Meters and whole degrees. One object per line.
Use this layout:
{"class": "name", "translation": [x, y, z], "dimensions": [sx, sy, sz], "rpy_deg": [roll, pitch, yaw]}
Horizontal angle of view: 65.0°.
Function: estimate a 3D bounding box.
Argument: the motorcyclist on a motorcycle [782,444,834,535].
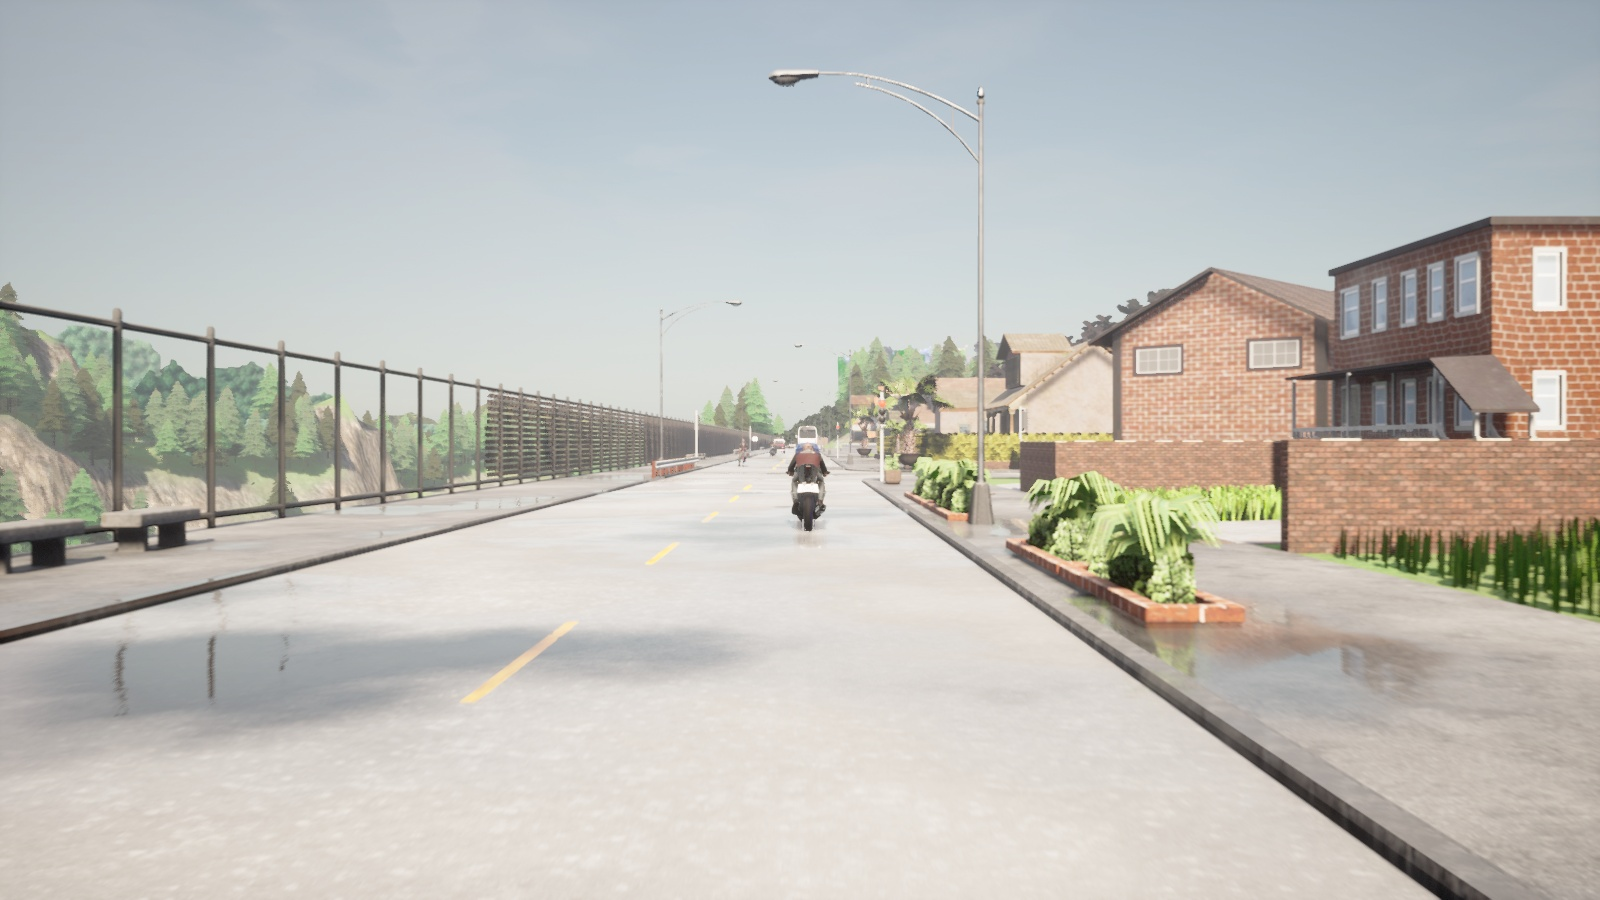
{"class": "motorcyclist on a motorcycle", "translation": [0.141, 0.656, 22.198], "dimensions": [0.866, 1.530, 2.191], "rpy_deg": [0, 0, 0]}
